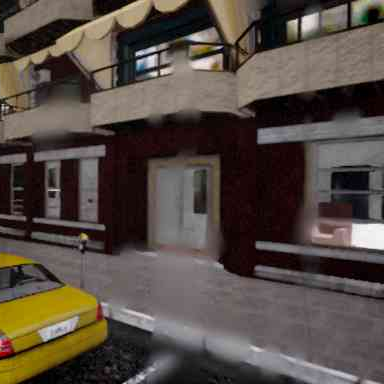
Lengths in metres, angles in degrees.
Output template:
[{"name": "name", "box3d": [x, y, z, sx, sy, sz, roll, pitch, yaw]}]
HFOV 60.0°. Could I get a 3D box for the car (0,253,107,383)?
[{"name": "car", "box3d": [-3.389, 1.525, 5.124, 4.829, 1.417, 1.752, 0, 1, 35]}]
